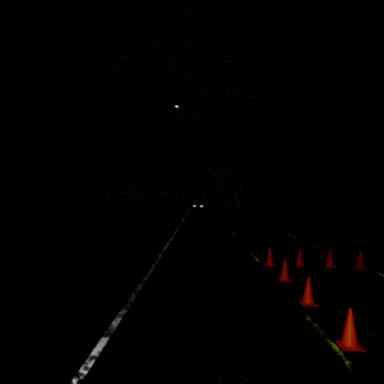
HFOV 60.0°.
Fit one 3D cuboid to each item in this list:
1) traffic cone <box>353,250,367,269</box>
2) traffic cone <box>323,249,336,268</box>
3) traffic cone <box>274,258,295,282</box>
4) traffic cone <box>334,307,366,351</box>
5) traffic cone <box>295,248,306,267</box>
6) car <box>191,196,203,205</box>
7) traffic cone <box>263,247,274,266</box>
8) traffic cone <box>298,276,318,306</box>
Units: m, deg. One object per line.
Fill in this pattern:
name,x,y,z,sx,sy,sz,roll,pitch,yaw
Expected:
traffic cone,5.597,2.240,11.052,0.340,0.580,0.340,2,-1,2
traffic cone,4.598,2.208,11.080,0.340,0.580,0.340,2,-1,2
traffic cone,2.546,2.123,9.134,0.340,0.580,0.340,2,-1,2
traffic cone,2.440,2.083,5.135,0.340,0.580,0.340,2,-1,2
traffic cone,3.599,2.176,11.106,0.340,0.580,0.340,2,-1,2
car,1.437,2.124,76.509,2.097,1.767,4.553,2,-1,0
traffic cone,2.600,2.144,11.133,0.340,0.580,0.340,2,-1,2
traffic cone,2.493,2.103,7.135,0.340,0.580,0.340,2,-1,2
